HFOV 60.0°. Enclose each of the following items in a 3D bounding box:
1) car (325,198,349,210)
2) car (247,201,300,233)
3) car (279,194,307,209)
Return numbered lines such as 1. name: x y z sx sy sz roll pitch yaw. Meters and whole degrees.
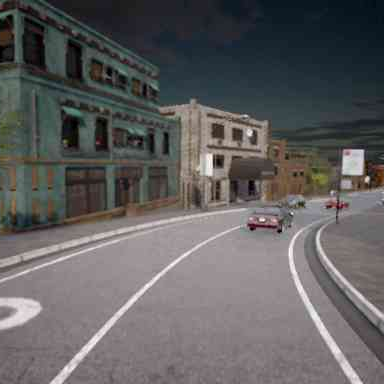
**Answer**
1. car: 17.488 1.427 39.821 1.895 1.301 4.718 4 3 35
2. car: 4.766 1.488 19.644 2.033 1.411 5.357 3 1 26
3. car: 11.280 1.030 37.342 2.097 1.767 4.553 4 2 35
